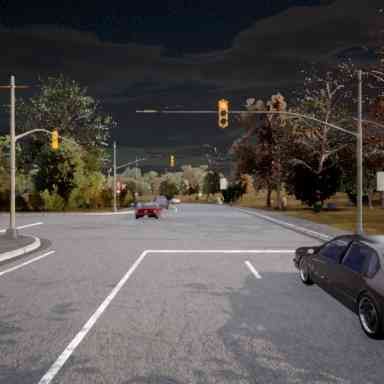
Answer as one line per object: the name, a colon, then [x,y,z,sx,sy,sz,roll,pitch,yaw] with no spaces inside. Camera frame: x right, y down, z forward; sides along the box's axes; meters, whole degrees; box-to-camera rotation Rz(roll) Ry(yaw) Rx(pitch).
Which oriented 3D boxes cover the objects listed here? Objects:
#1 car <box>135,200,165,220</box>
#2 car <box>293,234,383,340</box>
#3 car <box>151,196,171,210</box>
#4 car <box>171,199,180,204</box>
car: [-3.614,1.601,28.118,1.895,1.301,4.718,0,0,0]
car: [3.609,1.547,6.472,2.033,1.411,5.357,0,0,0]
car: [-4.117,1.606,45.422,1.837,1.490,4.892,0,-1,-3]
car: [-4.423,2.365,83.323,1.812,1.442,4.674,0,-1,-22]
